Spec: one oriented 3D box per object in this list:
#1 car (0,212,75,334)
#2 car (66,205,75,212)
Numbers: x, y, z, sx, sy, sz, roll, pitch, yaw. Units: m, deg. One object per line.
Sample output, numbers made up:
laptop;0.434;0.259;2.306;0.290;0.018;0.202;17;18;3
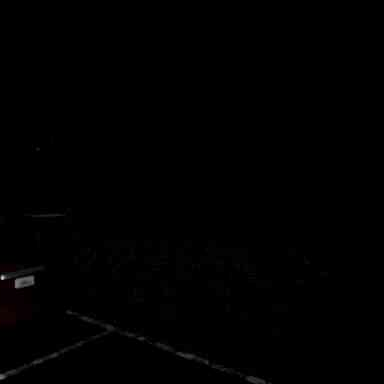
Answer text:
car;-4.212;1.315;5.967;5.009;1.841;2.192;0;-1;36
car;-12.027;1.723;38.255;2.128;1.511;4.902;-1;-1;37
